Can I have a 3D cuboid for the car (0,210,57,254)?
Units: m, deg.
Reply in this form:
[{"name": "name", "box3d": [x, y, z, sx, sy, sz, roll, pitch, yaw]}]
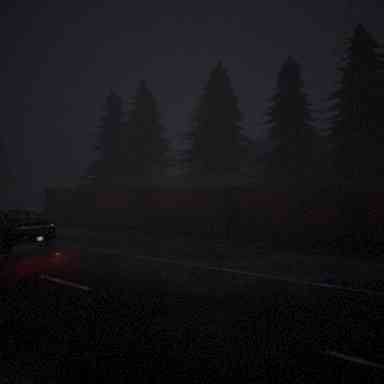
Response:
[{"name": "car", "box3d": [-7.534, 1.496, 13.617, 4.902, 1.511, 2.128, 0, 0, 36]}]
